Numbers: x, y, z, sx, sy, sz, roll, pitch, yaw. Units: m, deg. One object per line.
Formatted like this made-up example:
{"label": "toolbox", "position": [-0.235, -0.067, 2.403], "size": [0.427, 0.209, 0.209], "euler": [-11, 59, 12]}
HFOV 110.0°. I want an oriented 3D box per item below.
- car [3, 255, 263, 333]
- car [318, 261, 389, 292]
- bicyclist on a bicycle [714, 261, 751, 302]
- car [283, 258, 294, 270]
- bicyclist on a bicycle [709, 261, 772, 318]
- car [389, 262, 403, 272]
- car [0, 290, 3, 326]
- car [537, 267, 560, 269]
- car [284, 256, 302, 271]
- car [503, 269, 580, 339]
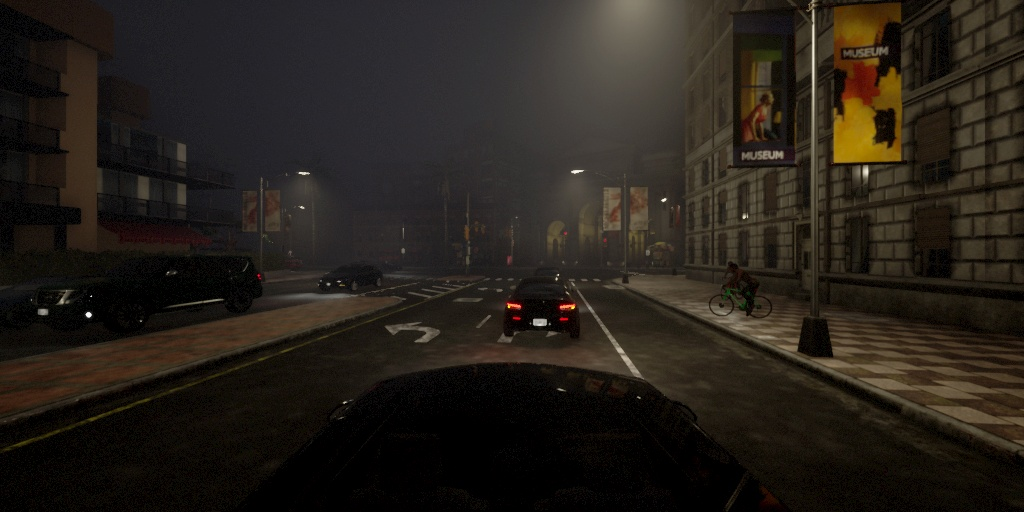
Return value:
{"label": "car", "position": [-10.713, 0.971, 11.216], "size": [2.150, 2.045, 5.566], "euler": [0, 0, 8]}
{"label": "car", "position": [-9.535, 1.254, 21.578], "size": [1.837, 1.490, 4.892], "euler": [0, 0, 7]}
{"label": "bicyclist on a bicycle", "position": [9.272, 1.050, 15.059], "size": [1.656, 1.620, 0.582], "euler": [0, 0, -28]}
{"label": "car", "position": [-30.752, 1.297, 44.725], "size": [5.357, 1.411, 2.033], "euler": [0, 0, 7]}
{"label": "bicyclist on a bicycle", "position": [6.854, 1.051, 10.797], "size": [1.656, 1.620, 0.582], "euler": [0, 0, 22]}
{"label": "car", "position": [-15.943, 1.313, 45.427], "size": [4.181, 1.385, 1.994], "euler": [0, 0, 23]}
{"label": "car", "position": [-14.204, 1.297, 11.639], "size": [2.033, 1.411, 5.357], "euler": [0, 0, 7]}
{"label": "car", "position": [1.922, 1.276, 18.921], "size": [1.812, 1.442, 4.674], "euler": [0, 0, 7]}
{"label": "car", "position": [-31.380, 0.971, 48.329], "size": [5.566, 2.045, 2.150], "euler": [0, 0, 7]}
{"label": "car", "position": [0.877, 1.276, 10.078], "size": [1.812, 1.442, 4.674], "euler": [0, 0, 7]}
